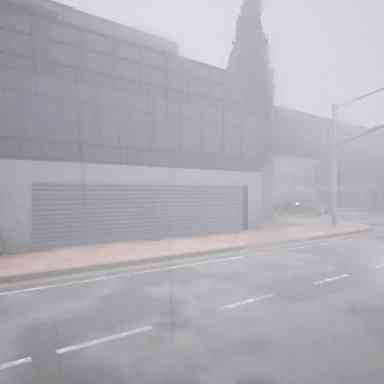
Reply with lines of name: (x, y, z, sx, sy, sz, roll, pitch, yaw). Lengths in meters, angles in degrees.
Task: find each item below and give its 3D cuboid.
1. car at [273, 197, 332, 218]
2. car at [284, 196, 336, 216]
car: (9.700, 1.492, 30.366, 2.128, 1.511, 4.902, 0, 0, -37)
car: (11.789, 1.352, 33.423, 2.097, 1.767, 4.553, 0, 0, -37)
